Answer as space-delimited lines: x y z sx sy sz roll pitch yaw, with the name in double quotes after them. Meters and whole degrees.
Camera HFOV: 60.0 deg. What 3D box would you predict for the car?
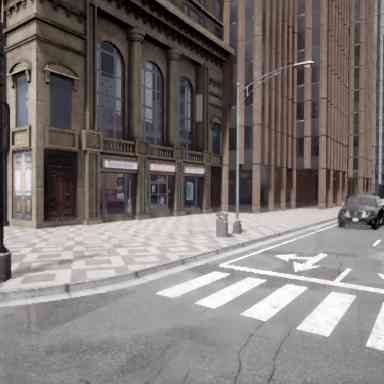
11.140 1.261 21.684 2.150 2.045 5.566 1 1 35 "car"
